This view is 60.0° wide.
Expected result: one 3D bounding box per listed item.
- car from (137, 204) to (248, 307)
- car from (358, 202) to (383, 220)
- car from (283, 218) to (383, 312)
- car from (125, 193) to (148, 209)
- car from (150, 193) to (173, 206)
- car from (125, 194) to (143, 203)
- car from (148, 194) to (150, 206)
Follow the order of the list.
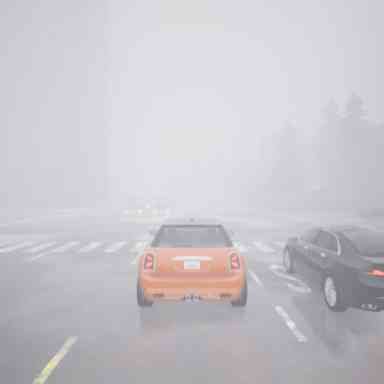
[{"bbox_3d":[-0.005,1.347,8.143,2.097,1.767,4.553,0,0,0],"label":"car"},{"bbox_3d":[16.437,1.564,27.880,4.674,1.442,1.812,0,0,0],"label":"car"},{"bbox_3d":[3.525,1.500,7.677,1.837,1.490,4.892,0,0,0],"label":"car"},{"bbox_3d":[-7.437,1.323,43.880,2.097,1.767,4.553,0,0,-1],"label":"car"},{"bbox_3d":[-3.935,1.324,43.796,2.097,1.767,4.553,0,0,-1],"label":"car"},{"bbox_3d":[-11.967,1.310,68.604,2.097,1.767,4.553,0,0,-33],"label":"car"},{"bbox_3d":[-7.777,1.528,54.739,1.994,1.385,4.181,0,0,-5],"label":"car"}]
